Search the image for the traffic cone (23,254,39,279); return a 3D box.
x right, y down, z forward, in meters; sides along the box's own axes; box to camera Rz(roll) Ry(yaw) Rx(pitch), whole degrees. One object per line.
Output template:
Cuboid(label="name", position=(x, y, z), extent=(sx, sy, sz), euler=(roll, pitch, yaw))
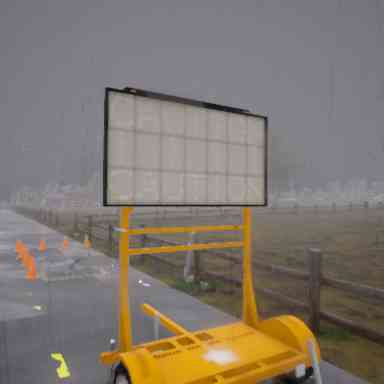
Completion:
Cuboid(label="traffic cone", position=(-4.696, 2.202, 9.771), extent=(0.340, 0.580, 0.340), euler=(1, -2, -31))

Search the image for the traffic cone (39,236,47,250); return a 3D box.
Cuboid(label="traffic cone", position=(-6.927, 2.357, 15.428), extent=(0.340, 0.580, 0.340), euler=(1, -2, -31))

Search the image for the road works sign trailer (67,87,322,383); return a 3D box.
Cuboid(label="road works sign trailer", position=(-0.078, 0.594, 4.415), extent=(2.380, 3.560, 2.880), euler=(1, -2, -31))

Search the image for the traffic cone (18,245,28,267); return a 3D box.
Cuboid(label="traffic cone", position=(-5.725, 2.246, 11.486), extent=(0.340, 0.580, 0.340), euler=(1, -2, -31))

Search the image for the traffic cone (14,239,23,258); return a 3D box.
Cuboid(label="traffic cone", position=(-6.755, 2.291, 13.200), extent=(0.340, 0.580, 0.340), euler=(1, -2, -31))

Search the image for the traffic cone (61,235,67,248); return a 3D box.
Cuboid(label="traffic cone", position=(-6.070, 2.379, 15.942), extent=(0.340, 0.580, 0.340), euler=(1, -2, -31))
